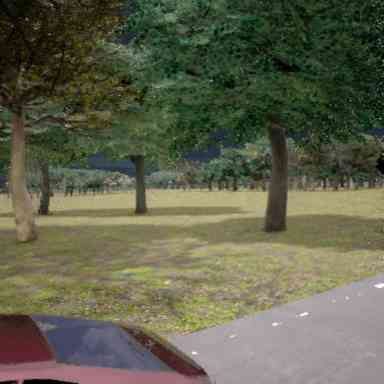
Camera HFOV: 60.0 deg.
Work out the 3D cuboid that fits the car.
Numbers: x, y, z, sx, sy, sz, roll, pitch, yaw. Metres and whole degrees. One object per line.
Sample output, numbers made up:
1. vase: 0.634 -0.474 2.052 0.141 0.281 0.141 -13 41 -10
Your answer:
1. car: -1.766 1.565 1.803 4.181 1.385 1.994 0 0 -35
